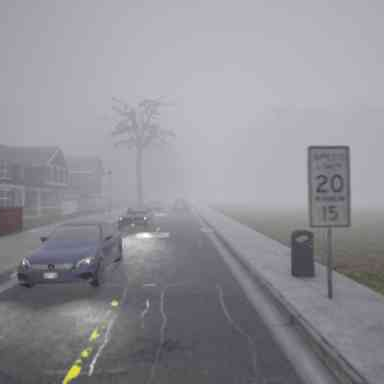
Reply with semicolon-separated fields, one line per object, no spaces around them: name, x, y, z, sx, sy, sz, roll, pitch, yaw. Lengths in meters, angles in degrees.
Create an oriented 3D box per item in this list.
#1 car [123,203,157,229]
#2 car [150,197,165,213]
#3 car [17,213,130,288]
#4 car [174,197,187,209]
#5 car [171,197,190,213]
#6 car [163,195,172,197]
car;-3.612;1.664;22.079;1.895;1.301;4.718;-1;0;-2
car;-4.124;1.633;38.417;2.033;1.411;5.357;-1;0;-2
car;-3.161;1.569;9.578;1.812;1.442;4.674;-1;0;-2
car;-1.672;1.578;49.317;1.837;1.490;4.892;-1;0;-2
car;-1.298;1.625;38.924;1.994;1.385;4.181;-1;0;-1
car;-5.467;1.288;75.023;1.882;1.535;5.008;-1;0;-2
